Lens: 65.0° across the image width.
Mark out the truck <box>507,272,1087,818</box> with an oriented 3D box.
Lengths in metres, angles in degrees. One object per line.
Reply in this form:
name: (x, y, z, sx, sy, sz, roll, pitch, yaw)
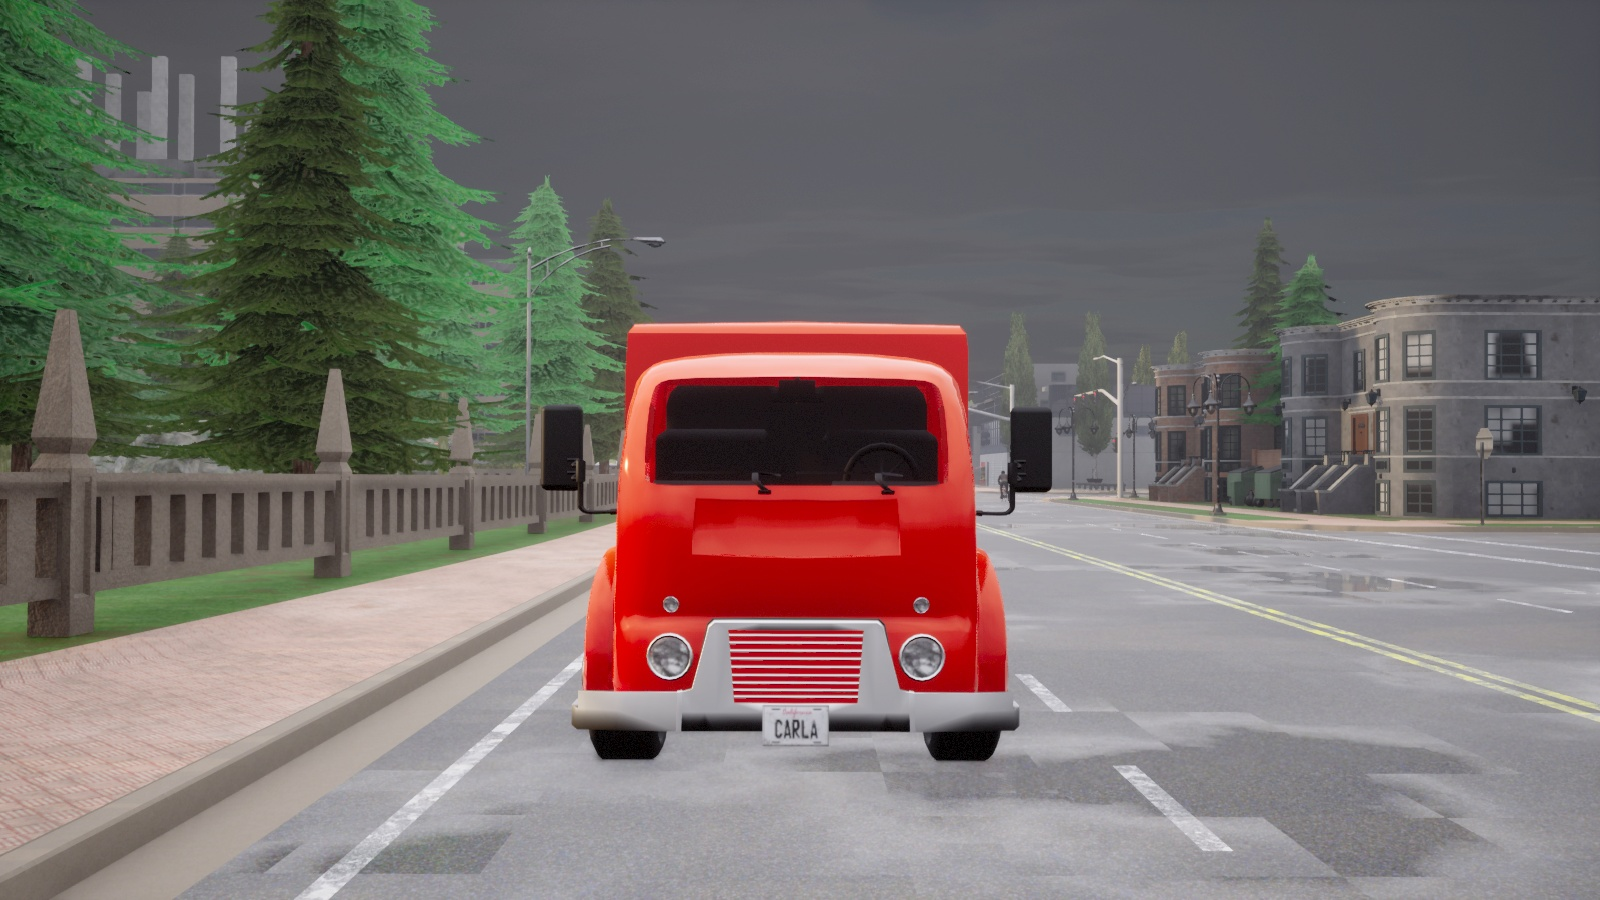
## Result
truck: (-0.023, 0.466, 8.306, 2.627, 2.467, 5.204, 0, -1, 0)
